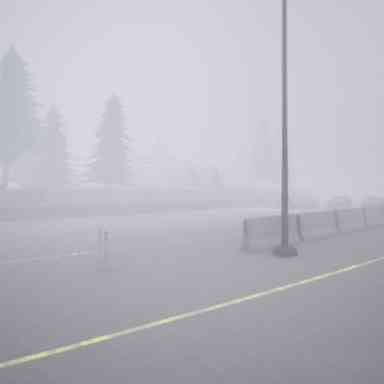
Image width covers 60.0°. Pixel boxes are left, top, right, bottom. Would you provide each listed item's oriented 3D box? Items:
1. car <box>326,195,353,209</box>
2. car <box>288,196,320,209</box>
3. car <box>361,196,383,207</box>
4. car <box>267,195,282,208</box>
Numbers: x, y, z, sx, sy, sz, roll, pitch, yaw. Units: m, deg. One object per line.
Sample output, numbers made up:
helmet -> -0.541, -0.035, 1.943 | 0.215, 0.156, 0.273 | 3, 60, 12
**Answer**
car -> 17.258, 1.178, 38.743 | 1.837, 1.490, 4.892 | 0, 1, 41
car -> 13.564, 1.285, 39.802 | 1.895, 1.301, 4.718 | 0, 0, 42
car -> 20.218, 1.176, 36.819 | 1.837, 1.490, 4.892 | 0, 1, 41
car -> 11.483, 1.167, 42.765 | 2.128, 1.511, 4.902 | 0, 1, 41
